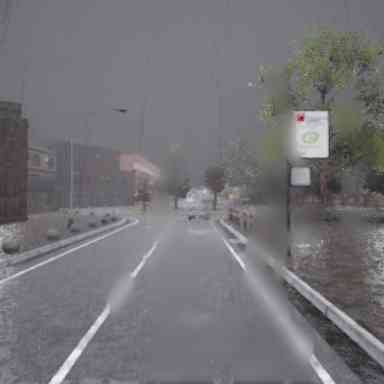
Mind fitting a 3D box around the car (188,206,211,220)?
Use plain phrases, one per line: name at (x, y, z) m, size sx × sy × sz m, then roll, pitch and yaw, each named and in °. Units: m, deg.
car at (0.837, 2.100, 33.491) m, size 1.895 × 1.301 × 4.718 m, roll 0°, pitch -1°, yaw 9°
